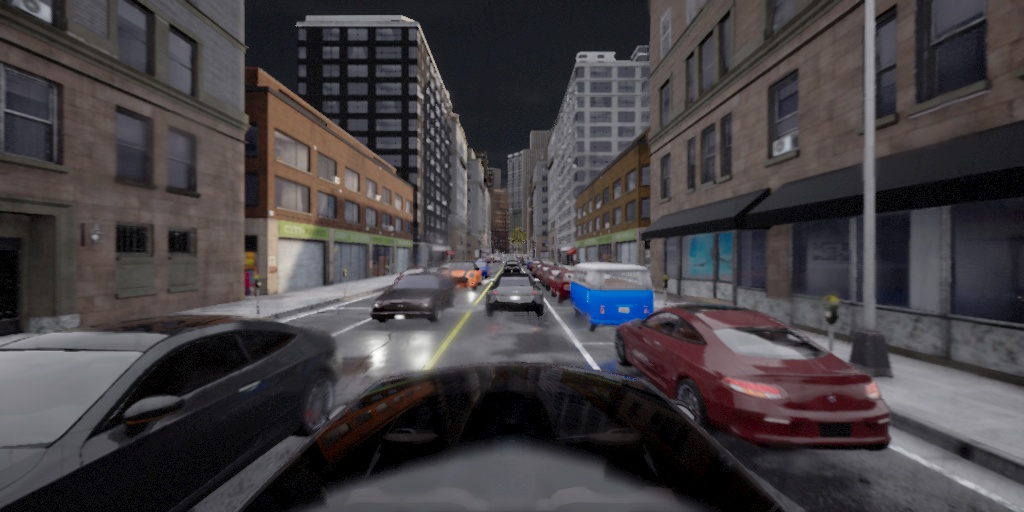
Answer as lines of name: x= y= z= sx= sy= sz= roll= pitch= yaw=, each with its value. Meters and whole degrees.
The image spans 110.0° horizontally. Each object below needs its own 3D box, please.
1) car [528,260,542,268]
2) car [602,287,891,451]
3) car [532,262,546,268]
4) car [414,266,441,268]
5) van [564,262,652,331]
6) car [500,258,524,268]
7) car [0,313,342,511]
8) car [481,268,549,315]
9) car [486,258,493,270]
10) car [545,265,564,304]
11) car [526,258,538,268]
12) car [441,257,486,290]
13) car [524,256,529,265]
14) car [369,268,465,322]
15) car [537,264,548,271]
car: x=2.751 y=1.311 z=32.902 sx=1.802 sy=1.307 sz=4.207 roll=0 pitch=0 yaw=0
car: x=2.761 y=1.333 z=5.133 sx=1.802 sy=1.307 sz=4.207 roll=0 pitch=0 yaw=0
car: x=2.753 y=1.327 z=27.345 sx=1.802 sy=1.307 sz=4.207 roll=0 pitch=0 yaw=0
car: x=-5.771 y=1.337 z=21.793 sx=1.802 sy=1.307 sz=4.207 roll=0 pitch=0 yaw=0
van: x=2.759 y=1.094 z=10.685 sx=1.690 sy=1.789 sz=3.998 roll=0 pitch=0 yaw=0
car: x=0.033 y=1.217 z=37.702 sx=1.837 sy=1.490 sz=4.892 roll=0 pitch=0 yaw=1
car: x=-3.098 y=1.276 z=2.796 sx=1.812 sy=1.442 sz=4.674 roll=0 pitch=0 yaw=2
car: x=0.096 y=1.319 z=13.547 sx=1.994 sy=1.385 sz=4.181 roll=0 pitch=0 yaw=0
car: x=-3.012 y=1.208 z=32.522 sx=1.882 sy=1.535 sz=5.008 roll=0 pitch=0 yaw=0
car: x=2.757 y=1.301 z=16.236 sx=1.888 sy=1.381 sz=4.507 roll=0 pitch=0 yaw=0
car: x=3.132 y=1.208 z=45.289 sx=1.812 sy=1.442 sz=4.674 roll=0 pitch=0 yaw=0
car: x=-3.065 y=1.106 z=22.465 sx=2.097 sy=1.767 sz=4.553 roll=0 pitch=0 yaw=0
car: x=3.121 y=1.134 z=52.288 sx=1.882 sy=1.535 sz=5.008 roll=0 pitch=0 yaw=0
car: x=-3.098 y=1.302 z=12.556 sx=2.033 sy=1.411 sz=5.357 roll=0 pitch=0 yaw=0
car: x=2.755 y=1.337 z=21.793 sx=1.802 sy=1.307 sz=4.207 roll=0 pitch=0 yaw=0
